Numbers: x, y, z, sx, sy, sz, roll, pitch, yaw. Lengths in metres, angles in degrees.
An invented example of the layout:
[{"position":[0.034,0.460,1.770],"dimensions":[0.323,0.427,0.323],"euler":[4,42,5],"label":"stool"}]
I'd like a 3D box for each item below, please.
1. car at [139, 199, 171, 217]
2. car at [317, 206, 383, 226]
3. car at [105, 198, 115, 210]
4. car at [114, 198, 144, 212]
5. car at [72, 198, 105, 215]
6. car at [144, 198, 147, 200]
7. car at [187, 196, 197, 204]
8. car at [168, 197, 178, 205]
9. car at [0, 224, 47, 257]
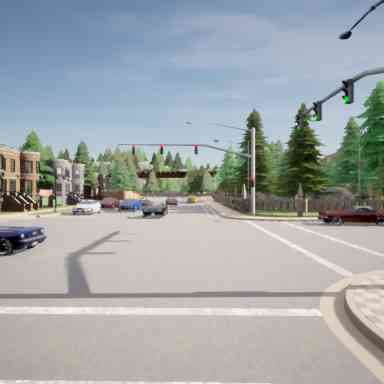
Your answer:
[{"position":[-3.322,1.601,30.714],"dimensions":[1.895,1.301,4.718],"euler":[0,0,1],"label":"car"},{"position":[11.151,1.601,22.850],"dimensions":[4.718,1.301,1.895],"euler":[0,0,2],"label":"car"},{"position":[-10.658,1.477,43.033],"dimensions":[1.882,1.535,5.008],"euler":[0,0,0],"label":"car"},{"position":[-7.158,1.477,38.319],"dimensions":[1.882,1.535,5.008],"euler":[0,0,0],"label":"car"},{"position":[-10.652,1.526,33.980],"dimensions":[1.812,1.442,4.674],"euler":[0,0,0],"label":"car"},{"position":[-7.146,1.564,48.306],"dimensions":[1.994,1.385,4.181],"euler":[0,0,0],"label":"car"},{"position":[-0.007,1.477,64.870],"dimensions":[1.882,1.535,5.008],"euler":[0,0,0],"label":"car"},{"position":[-3.494,1.564,56.718],"dimensions":[1.994,1.385,4.181],"euler":[0,0,0],"label":"car"},{"position":[-8.029,1.601,12.386],"dimensions":[4.718,1.301,1.895],"euler":[0,0,2],"label":"car"}]
